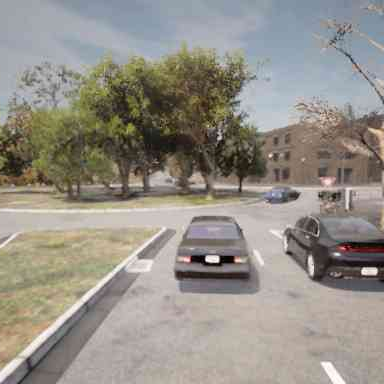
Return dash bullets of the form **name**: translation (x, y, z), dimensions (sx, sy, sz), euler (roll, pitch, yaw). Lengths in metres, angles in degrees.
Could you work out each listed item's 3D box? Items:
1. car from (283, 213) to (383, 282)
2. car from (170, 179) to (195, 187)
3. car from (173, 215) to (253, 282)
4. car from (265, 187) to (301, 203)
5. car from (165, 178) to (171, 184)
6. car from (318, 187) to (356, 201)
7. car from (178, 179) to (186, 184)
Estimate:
- **car**: translation (3.857, 1.346, 9.340), dimensions (1.837, 1.490, 4.892), euler (0, 2, 4)
- **car**: translation (-1.791, -1.724, 62.222), dimensions (2.033, 1.411, 5.357), euler (-2, 4, -23)
- **car**: translation (0.600, 1.377, 9.431), dimensions (2.033, 1.411, 5.357), euler (0, 2, 4)
- **car**: translation (8.960, 0.193, 32.533), dimensions (2.033, 1.411, 5.357), euler (3, 5, 36)
- **car**: translation (-5.915, -2.826, 84.596), dimensions (1.837, 1.490, 4.892), euler (0, 2, -4)
- **car**: translation (14.966, 0.138, 34.168), dimensions (4.718, 1.301, 1.895), euler (-3, 5, -40)
- **car**: translation (-2.649, -2.738, 84.572), dimensions (1.895, 1.301, 4.718), euler (0, 2, -4)
